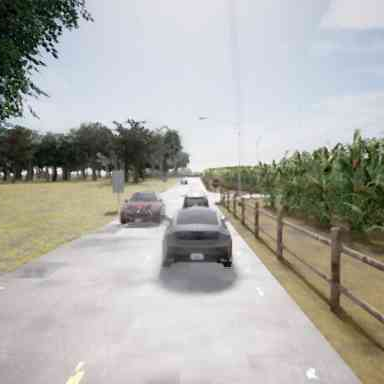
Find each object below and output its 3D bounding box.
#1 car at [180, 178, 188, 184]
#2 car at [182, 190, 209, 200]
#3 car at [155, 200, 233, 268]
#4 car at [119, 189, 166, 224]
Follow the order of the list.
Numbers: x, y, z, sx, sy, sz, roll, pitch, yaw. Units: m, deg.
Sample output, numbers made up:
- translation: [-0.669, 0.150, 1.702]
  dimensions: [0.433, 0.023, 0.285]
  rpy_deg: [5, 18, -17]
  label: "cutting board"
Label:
- translation: [-2.004, -2.651, 82.185]
  dimensions: [2.128, 1.511, 4.902]
  rpy_deg: [0, 4, 1]
  label: "car"
- translation: [0.301, 0.612, 25.562]
  dimensions: [2.128, 1.511, 4.902]
  rpy_deg: [0, 2, 1]
  label: "car"
- translation: [0.159, 1.207, 10.233]
  dimensions: [1.837, 1.490, 4.892]
  rpy_deg: [0, 2, 1]
  label: "car"
- translation: [-2.665, 0.747, 18.869]
  dimensions: [2.097, 1.767, 4.553]
  rpy_deg: [0, 2, 1]
  label: "car"
